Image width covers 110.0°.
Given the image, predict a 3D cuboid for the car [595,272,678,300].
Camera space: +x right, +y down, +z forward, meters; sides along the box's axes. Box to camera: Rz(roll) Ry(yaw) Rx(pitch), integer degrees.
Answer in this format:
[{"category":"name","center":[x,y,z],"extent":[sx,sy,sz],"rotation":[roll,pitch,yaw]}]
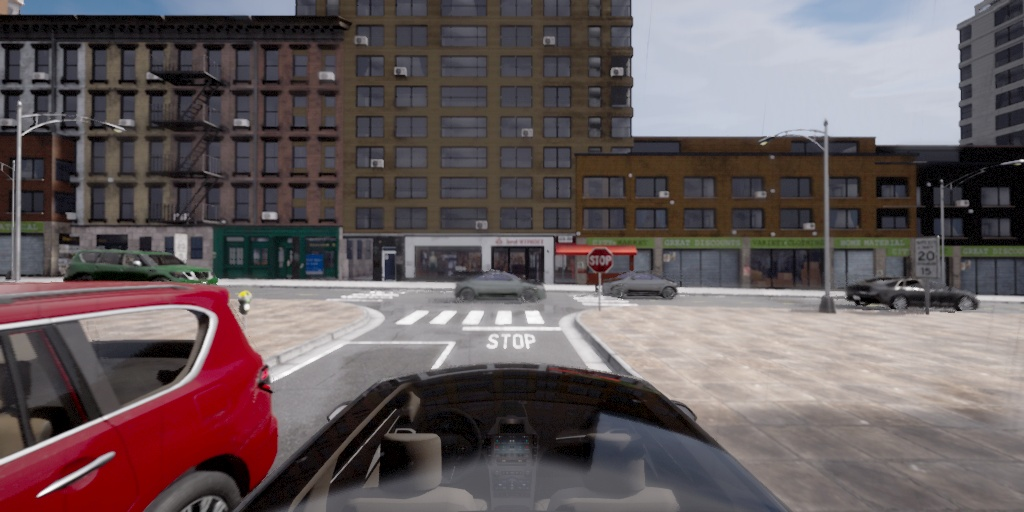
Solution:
[{"category":"car","center":[6.676,1.561,19.386],"extent":[4.181,1.385,1.994],"rotation":[1,-1,0]}]

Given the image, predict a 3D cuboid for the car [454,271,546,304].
[{"category":"car","center":[-0.537,1.393,16.402],"extent":[4.181,1.385,1.994],"rotation":[1,-1,0]}]

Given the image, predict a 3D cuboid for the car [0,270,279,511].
[{"category":"car","center":[-2.636,1.059,0.511],"extent":[2.192,1.841,5.009],"rotation":[0,0,0]}]

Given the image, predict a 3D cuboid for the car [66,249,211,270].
[{"category":"car","center":[-16.737,0.775,16.331],"extent":[5.566,2.045,2.150],"rotation":[2,-1,0]}]

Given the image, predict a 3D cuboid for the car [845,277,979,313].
[{"category":"car","center":[18.330,1.745,16.530],"extent":[4.892,1.490,1.837],"rotation":[2,0,0]}]
